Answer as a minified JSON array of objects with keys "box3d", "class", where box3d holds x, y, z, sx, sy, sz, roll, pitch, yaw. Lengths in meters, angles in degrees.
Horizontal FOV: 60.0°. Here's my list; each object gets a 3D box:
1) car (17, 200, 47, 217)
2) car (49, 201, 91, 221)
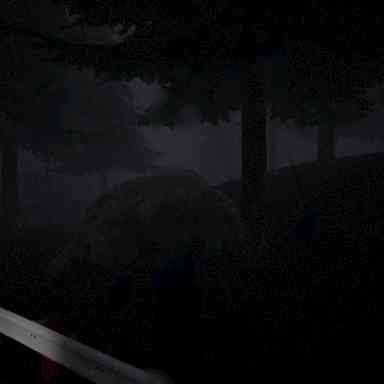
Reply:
[{"box3d":[-13.130,1.489,27.927,1.837,1.490,4.892,0,0,36],"class":"car"},{"box3d":[-8.976,1.510,27.322,1.812,1.442,4.674,0,0,35],"class":"car"}]
